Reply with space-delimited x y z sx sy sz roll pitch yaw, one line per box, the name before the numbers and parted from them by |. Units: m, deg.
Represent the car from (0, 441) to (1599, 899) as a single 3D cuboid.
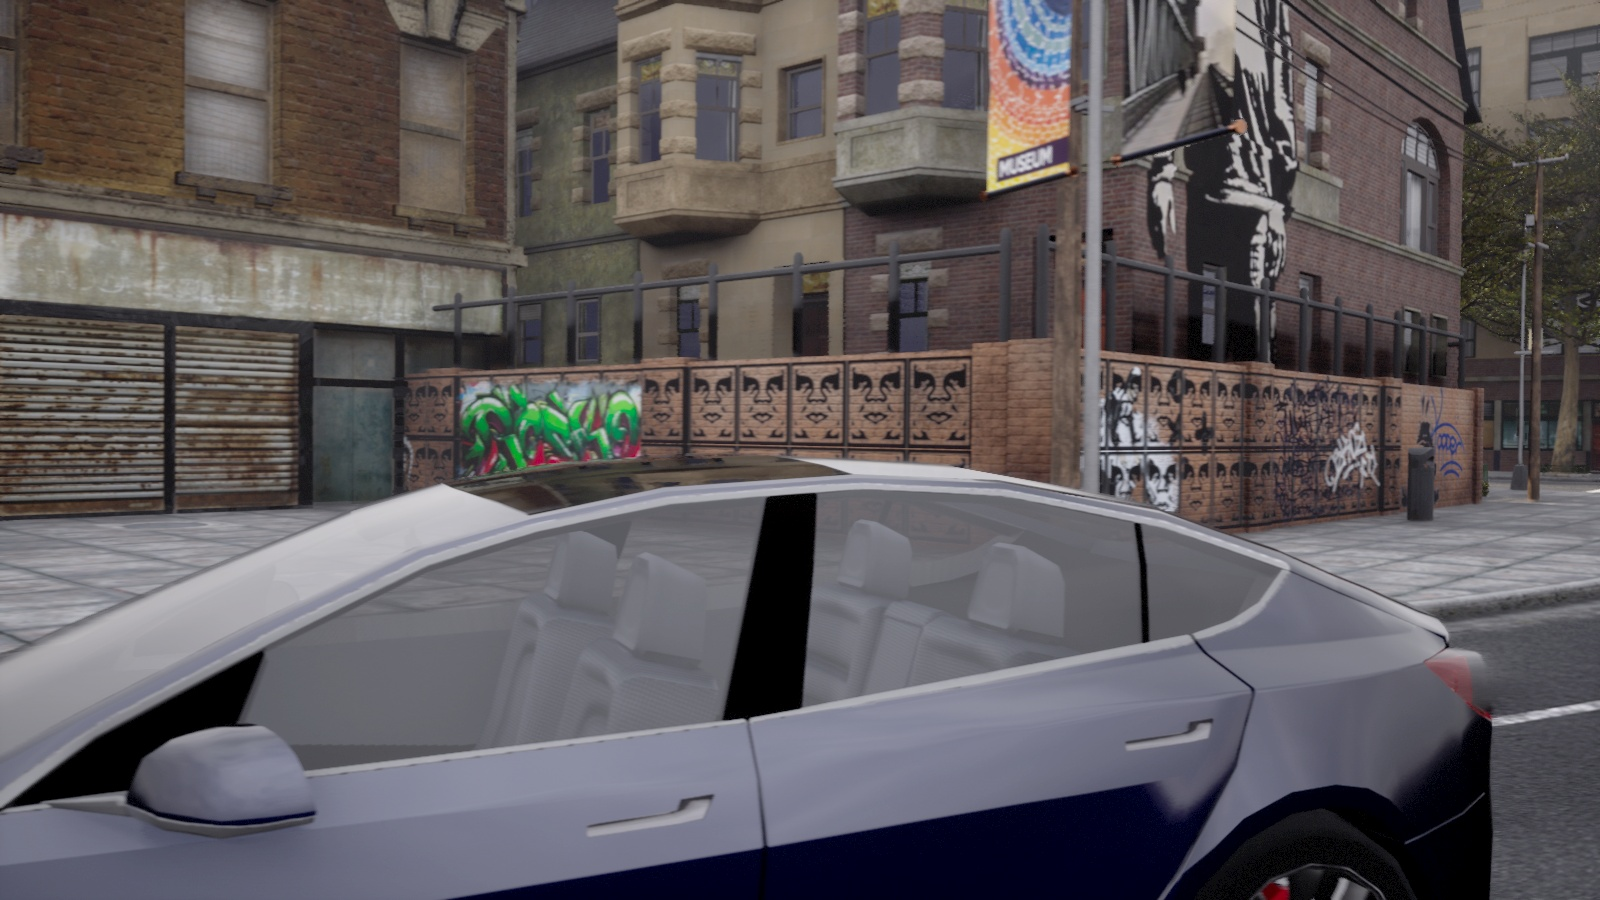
car | -0.563 0.759 3.001 4.792 1.488 2.163 -1 1 -22
